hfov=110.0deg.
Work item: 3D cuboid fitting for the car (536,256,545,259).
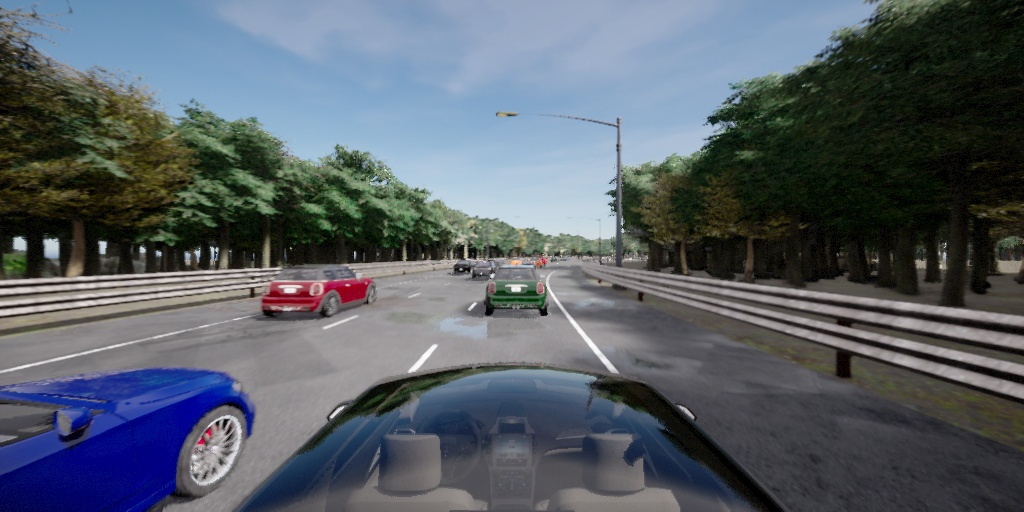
[{"bbox_3d":[4.085,1.120,61.043,2.097,1.767,4.553,0,0,8],"label":"car"}]

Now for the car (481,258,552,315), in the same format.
[{"bbox_3d":[0.199,1.107,13.750,2.097,1.767,4.553,0,0,2],"label":"car"}]

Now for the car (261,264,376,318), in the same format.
[{"bbox_3d":[-6.749,1.092,13.132,2.097,1.767,4.553,0,0,2],"label":"car"}]

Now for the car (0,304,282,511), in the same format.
[{"bbox_3d":[-3.417,1.269,1.519,1.812,1.442,4.674,0,0,0],"label":"car"}]

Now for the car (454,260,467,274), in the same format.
[{"bbox_3d":[-5.202,1.236,40.739,1.882,1.535,5.008,0,0,5],"label":"car"}]

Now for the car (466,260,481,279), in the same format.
[{"bbox_3d":[-2.345,1.250,32.215,2.128,1.511,4.902,0,0,4],"label":"car"}]

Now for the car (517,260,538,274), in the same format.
[{"bbox_3d":[1.896,1.262,41.949,2.128,1.511,4.902,0,0,5],"label":"car"}]
